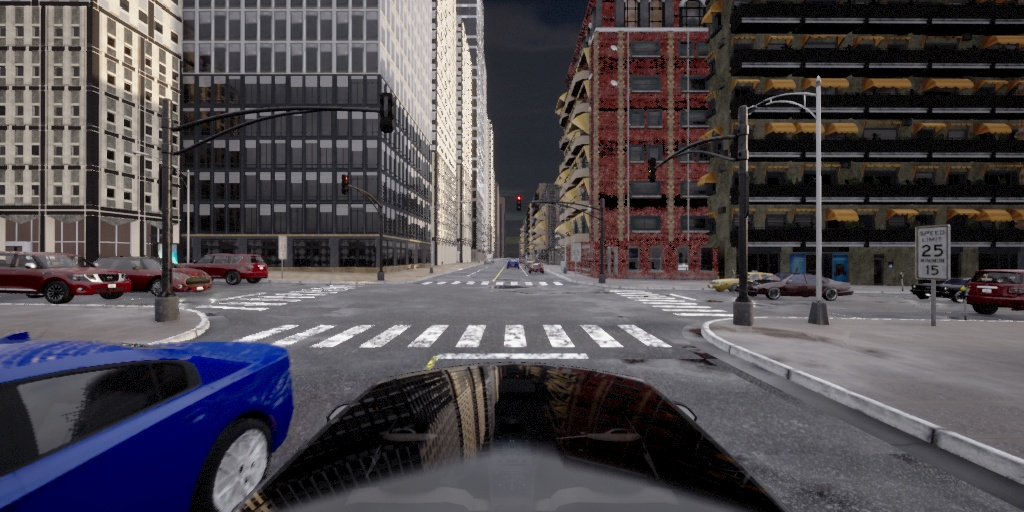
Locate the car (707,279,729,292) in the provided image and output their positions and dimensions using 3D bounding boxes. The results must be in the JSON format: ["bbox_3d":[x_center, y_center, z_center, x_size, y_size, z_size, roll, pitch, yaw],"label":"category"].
[{"bbox_3d":[14.653,1.587,22.072,4.829,1.417,1.751,0,0,0],"label":"car"}]

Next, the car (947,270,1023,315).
[{"bbox_3d":[20.612,1.461,13.769,5.009,1.841,2.192,0,0,0],"label":"car"}]

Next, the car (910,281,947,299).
[{"bbox_3d":[24.883,1.839,19.560,4.718,1.301,1.895,1,0,-1],"label":"car"}]

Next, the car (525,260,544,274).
[{"bbox_3d":[2.785,1.341,41.783,1.802,1.307,4.207,0,0,0],"label":"car"}]

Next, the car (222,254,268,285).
[{"bbox_3d":[-17.688,0.776,21.826,5.009,1.841,2.192,0,0,0],"label":"car"}]

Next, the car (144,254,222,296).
[{"bbox_3d":[-16.274,0.826,16.081,4.553,1.767,2.097,1,0,-2],"label":"car"}]

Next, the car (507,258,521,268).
[{"bbox_3d":[0.164,1.248,59.752,1.882,1.535,5.008,0,0,0],"label":"car"}]

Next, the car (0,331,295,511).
[{"bbox_3d":[-3.020,1.227,1.343,1.882,1.535,5.008,0,0,0],"label":"car"}]

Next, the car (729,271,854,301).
[{"bbox_3d":[15.253,1.610,19.485,5.357,1.411,2.033,1,0,0],"label":"car"}]

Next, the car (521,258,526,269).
[{"bbox_3d":[2.749,1.317,54.700,2.007,1.370,4.403,0,0,0],"label":"car"}]

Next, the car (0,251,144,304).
[{"bbox_3d":[-17.562,0.757,13.446,5.009,1.841,2.192,0,0,0],"label":"car"}]
